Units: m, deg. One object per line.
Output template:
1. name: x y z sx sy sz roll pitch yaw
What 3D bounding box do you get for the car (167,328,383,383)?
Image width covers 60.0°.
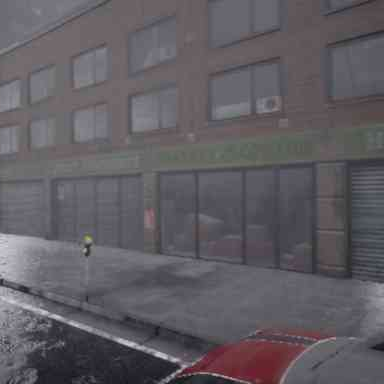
1. car: 1.525 1.437 1.722 4.097 1.590 1.967 -1 0 36
